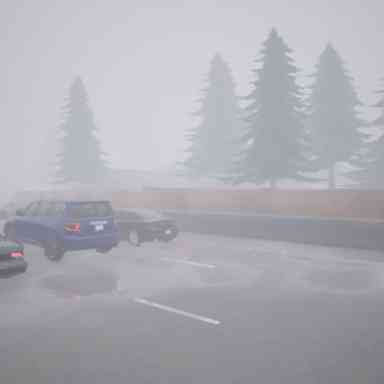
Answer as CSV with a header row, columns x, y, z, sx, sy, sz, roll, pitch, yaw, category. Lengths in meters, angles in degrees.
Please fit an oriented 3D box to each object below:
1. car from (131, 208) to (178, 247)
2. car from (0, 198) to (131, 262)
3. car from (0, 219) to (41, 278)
x,y,z,sx,sy,sz,roll,pitch,yaw,category
-2.834,1.483,15.241,5.008,1.535,1.882,0,0,41,car
-4.991,1.229,12.472,5.566,2.045,2.150,0,0,41,car
-6.396,1.553,9.043,5.357,1.411,2.033,0,0,41,car
